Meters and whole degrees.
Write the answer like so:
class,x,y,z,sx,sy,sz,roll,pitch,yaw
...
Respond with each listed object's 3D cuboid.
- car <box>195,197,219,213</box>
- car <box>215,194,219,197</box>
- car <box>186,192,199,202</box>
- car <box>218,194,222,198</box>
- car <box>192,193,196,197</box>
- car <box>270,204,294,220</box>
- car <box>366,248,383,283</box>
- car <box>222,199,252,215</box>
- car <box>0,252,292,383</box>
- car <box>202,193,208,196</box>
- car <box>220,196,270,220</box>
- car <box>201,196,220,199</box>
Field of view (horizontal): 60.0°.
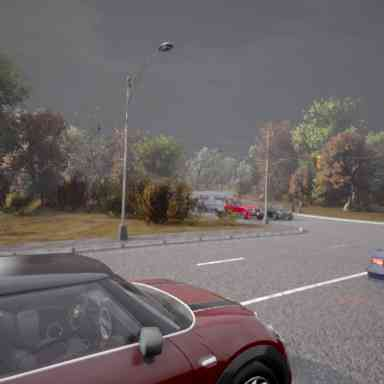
class,x,y,z,sx,sy,sz,roll,pitch,yaw
car,2.043,1.956,44.918,1.837,1.490,4.892,3,0,-18
car,6.318,1.154,79.455,1.994,1.385,4.181,2,2,-1
car,0.101,1.068,69.441,2.097,1.767,4.553,2,2,-9
car,7.403,1.548,69.251,1.837,1.490,4.892,2,3,-8
car,-0.837,1.365,54.967,2.150,2.045,5.566,2,2,-13
car,9.035,2.090,36.440,2.097,1.767,4.553,3,-1,-23
car,6.541,1.660,8.442,5.357,1.411,2.033,2,-1,-36
car,5.940,1.987,44.413,2.097,1.767,4.553,3,0,-19
car,-1.211,1.354,2.883,4.553,1.767,2.097,0,0,-36
car,2.863,1.033,78.373,2.128,1.511,4.902,2,2,-1
car,5.534,1.804,35.657,2.150,2.045,5.566,3,-1,-22
car,2.856,1.896,54.746,1.994,1.385,4.181,2,2,-13
